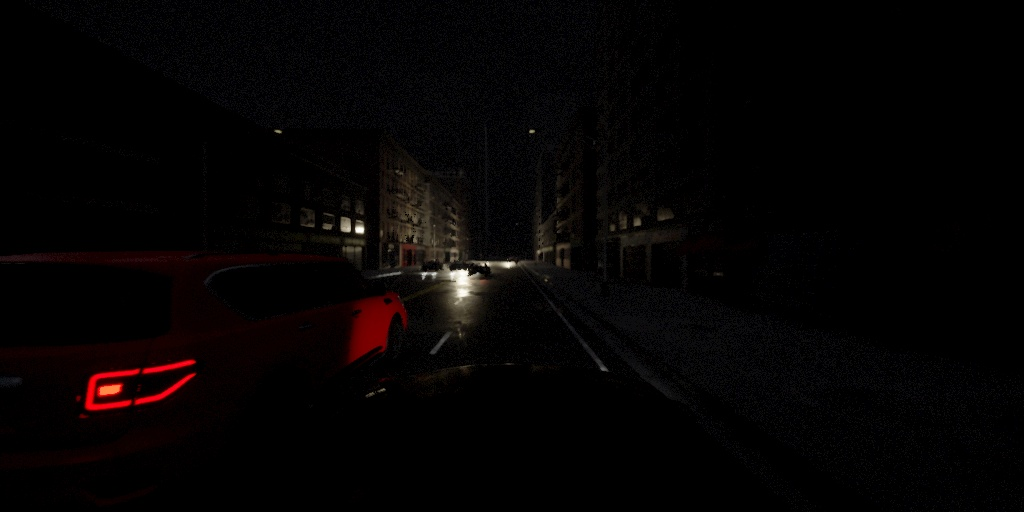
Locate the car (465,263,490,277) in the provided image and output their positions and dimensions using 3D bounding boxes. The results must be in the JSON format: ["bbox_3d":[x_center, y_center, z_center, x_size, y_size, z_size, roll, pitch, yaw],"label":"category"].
[{"bbox_3d":[-3.148,1.305,35.303,1.895,1.301,4.718,0,0,0],"label":"car"}]

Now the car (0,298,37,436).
[{"bbox_3d":[-6.599,1.254,1.839,1.837,1.490,4.892,0,0,0],"label":"car"}]

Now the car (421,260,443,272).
[{"bbox_3d":[-9.825,1.245,44.543,2.033,1.411,5.357,0,0,0],"label":"car"}]

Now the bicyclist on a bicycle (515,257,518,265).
[{"bbox_3d":[0.894,1.054,65.477,0.659,1.776,1.843,0,0,0],"label":"bicyclist on a bicycle"}]

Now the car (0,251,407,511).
[{"bbox_3d":[-3.149,0.966,4.736,2.150,2.045,5.566,0,0,0],"label":"car"}]

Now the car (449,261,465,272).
[{"bbox_3d":[-6.576,1.261,44.637,1.994,1.385,4.181,0,0,0],"label":"car"}]
